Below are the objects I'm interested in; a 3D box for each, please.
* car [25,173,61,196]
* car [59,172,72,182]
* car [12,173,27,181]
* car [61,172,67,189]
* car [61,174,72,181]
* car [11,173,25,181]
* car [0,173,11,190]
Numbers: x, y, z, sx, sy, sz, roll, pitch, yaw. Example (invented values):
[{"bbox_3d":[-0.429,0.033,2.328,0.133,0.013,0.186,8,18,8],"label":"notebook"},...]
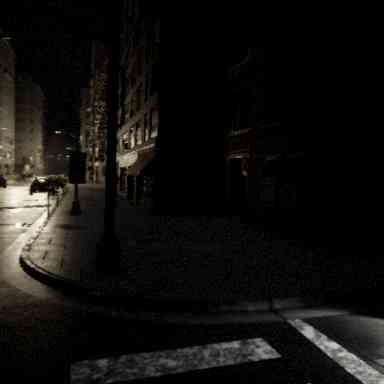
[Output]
[{"bbox_3d":[-12.795,-0.565,28.810,1.967,1.590,4.097,1,3,-18],"label":"car"},{"bbox_3d":[-24.698,-2.993,65.006,2.192,1.841,5.009,1,3,-18],"label":"car"},{"bbox_3d":[-32.326,-2.878,62.507,1.802,1.307,4.206,1,3,-18],"label":"car"},{"bbox_3d":[-16.196,-1.224,39.154,1.967,1.590,4.097,1,3,-18],"label":"car"},{"bbox_3d":[-26.407,-3.068,70.190,1.947,1.339,4.313,1,3,-18],"label":"car"},{"bbox_3d":[-30.571,-2.597,57.172,1.752,1.417,4.829,1,3,-18],"label":"car"},{"bbox_3d":[-20.041,-1.152,33.345,2.097,1.767,4.553,1,3,-18],"label":"car"}]
